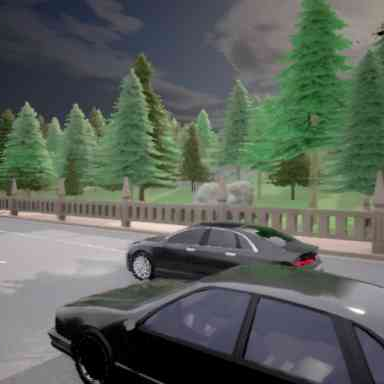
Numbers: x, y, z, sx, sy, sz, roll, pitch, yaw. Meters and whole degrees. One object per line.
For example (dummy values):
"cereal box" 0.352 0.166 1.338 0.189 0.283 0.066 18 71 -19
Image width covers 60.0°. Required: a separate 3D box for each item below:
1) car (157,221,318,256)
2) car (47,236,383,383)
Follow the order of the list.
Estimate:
"car" 0.506 1.462 7.929 4.892 1.490 1.837 1 0 35
"car" 0.751 1.534 3.456 5.357 1.411 2.033 1 0 35
